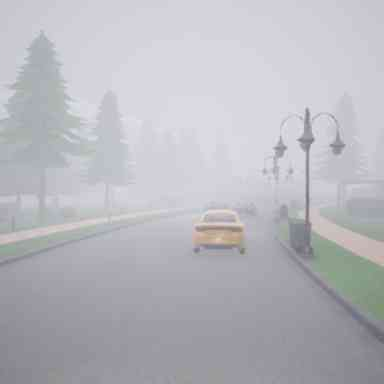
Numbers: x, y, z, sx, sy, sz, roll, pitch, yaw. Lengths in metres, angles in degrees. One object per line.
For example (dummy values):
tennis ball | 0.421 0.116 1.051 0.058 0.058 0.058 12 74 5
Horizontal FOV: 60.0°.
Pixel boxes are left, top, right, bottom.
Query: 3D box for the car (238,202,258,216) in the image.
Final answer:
car | 5.283 1.615 32.255 1.895 1.301 4.718 0 0 17

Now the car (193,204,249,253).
car | 1.223 1.480 13.846 1.882 1.535 5.008 0 0 7

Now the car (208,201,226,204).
car | 2.606 1.606 35.959 1.895 1.301 4.718 0 0 19

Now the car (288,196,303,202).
car | 22.211 1.567 71.490 1.994 1.385 4.181 0 0 37
